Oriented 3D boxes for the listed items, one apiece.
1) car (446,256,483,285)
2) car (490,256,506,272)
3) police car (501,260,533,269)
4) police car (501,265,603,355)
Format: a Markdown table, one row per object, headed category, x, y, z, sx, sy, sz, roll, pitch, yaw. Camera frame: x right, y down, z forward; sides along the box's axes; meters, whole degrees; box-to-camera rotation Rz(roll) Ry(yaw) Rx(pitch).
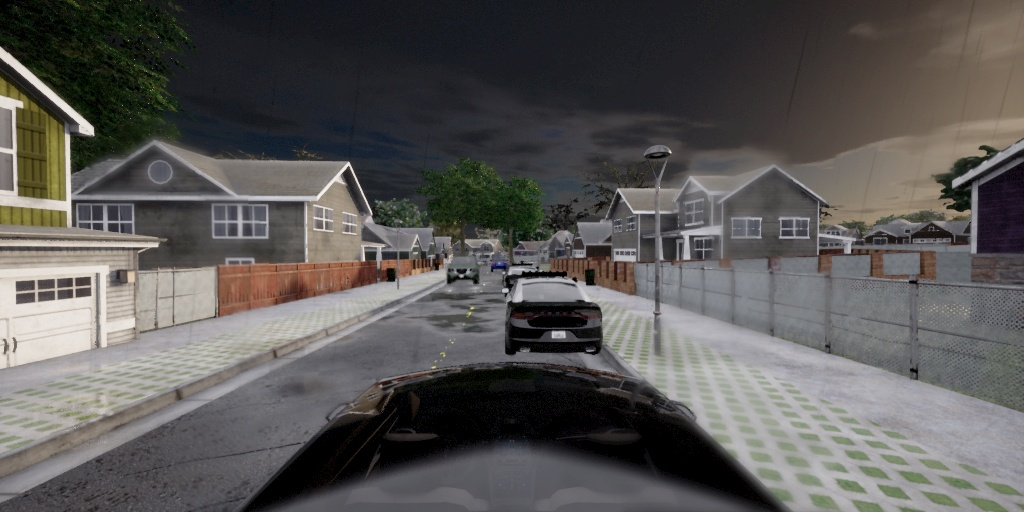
| category | x | y | z | sx | sy | sz | roll | pitch | yaw |
| --- | --- | --- | --- | --- | --- | --- | --- | --- | --- |
| car | -3.517 | 1.004 | 26.757 | 2.150 | 2.045 | 5.566 | 0 | 0 | -3 |
| car | -1.706 | 1.055 | 47.464 | 2.150 | 2.045 | 5.566 | 0 | 0 | -3 |
| police car | 0.523 | 1.187 | 18.899 | 1.930 | 1.638 | 5.238 | 0 | 0 | -2 |
| police car | 0.777 | 1.176 | 8.854 | 1.930 | 1.638 | 5.238 | 0 | 0 | -1 |
